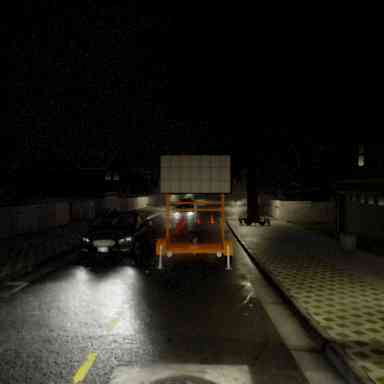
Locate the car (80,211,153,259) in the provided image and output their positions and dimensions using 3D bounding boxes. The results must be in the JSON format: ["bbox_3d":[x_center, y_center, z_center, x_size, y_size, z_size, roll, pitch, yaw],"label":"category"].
[{"bbox_3d":[-2.646,1.489,12.594,2.128,1.511,4.902,0,0,2],"label":"car"}]

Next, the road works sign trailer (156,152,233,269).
[{"bbox_3d":[0.116,0.464,11.121,2.380,3.560,2.880,0,0,2],"label":"road works sign trailer"}]

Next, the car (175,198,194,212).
[{"bbox_3d":[-0.816,1.495,39.256,1.837,1.490,4.892,0,0,6],"label":"car"}]
